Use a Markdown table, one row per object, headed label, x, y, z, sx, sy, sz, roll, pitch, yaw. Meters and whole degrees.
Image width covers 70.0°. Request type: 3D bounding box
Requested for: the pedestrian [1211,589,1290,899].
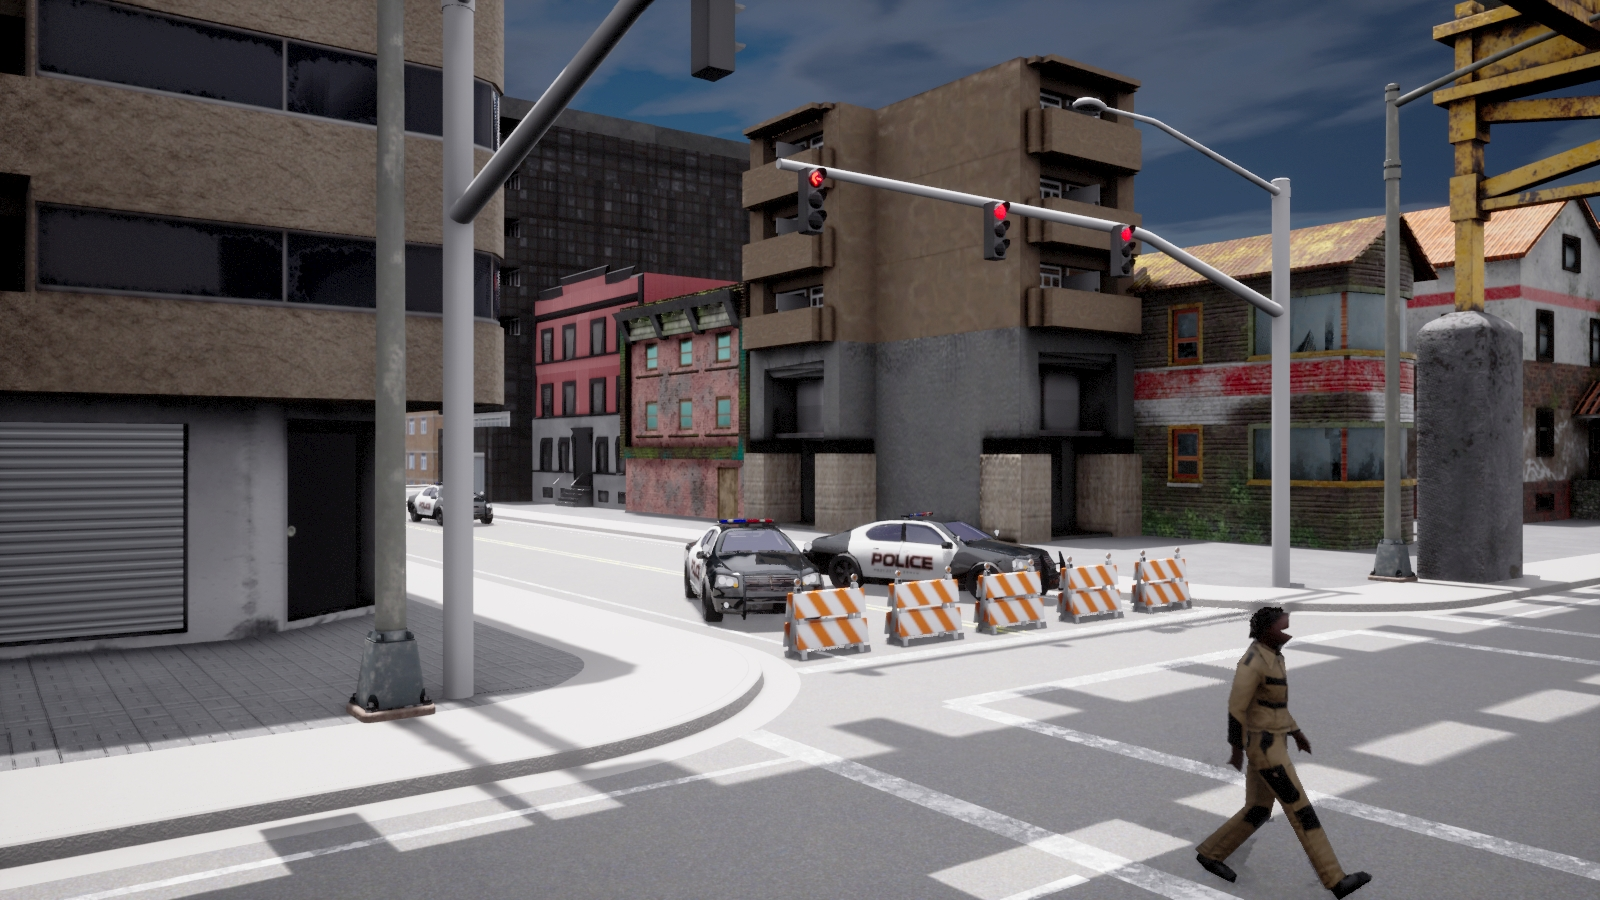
| label | x | y | z | sx | sy | sz | roll | pitch | yaw |
| --- | --- | --- | --- | --- | --- | --- | --- | --- | --- |
| pedestrian | 2.868 | 1.848 | 7.266 | 0.375 | 1.860 | 0.375 | 0 | 0 | 38 |
